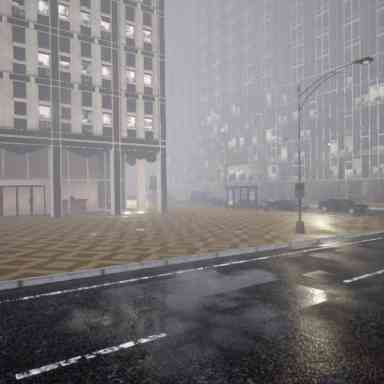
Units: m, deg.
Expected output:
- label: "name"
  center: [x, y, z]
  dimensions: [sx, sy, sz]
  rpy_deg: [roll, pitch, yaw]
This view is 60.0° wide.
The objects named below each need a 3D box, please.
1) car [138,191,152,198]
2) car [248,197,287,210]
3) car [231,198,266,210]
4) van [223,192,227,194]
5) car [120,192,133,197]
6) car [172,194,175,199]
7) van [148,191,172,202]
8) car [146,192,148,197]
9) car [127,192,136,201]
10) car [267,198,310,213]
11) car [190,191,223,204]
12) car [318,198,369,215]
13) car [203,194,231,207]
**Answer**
- label: "car"
  center: [-11.623, 0.687, 81.870]
  dimensions: [1.967, 1.590, 4.097]
  rpy_deg: [0, 1, -34]
- label: "car"
  center: [9.280, 1.364, 41.130]
  dimensions: [1.895, 1.301, 4.718]
  rpy_deg: [-1, 1, -34]
- label: "car"
  center: [7.082, 1.388, 39.572]
  dimensions: [1.802, 1.307, 4.206]
  rpy_deg: [0, 1, -34]
- label: "van"
  center: [4.445, 0.856, 58.430]
  dimensions: [1.690, 1.788, 3.998]
  rpy_deg: [0, 1, -34]
- label: "car"
  center: [-18.050, 0.689, 91.247]
  dimensions: [2.008, 1.369, 4.403]
  rpy_deg: [0, 1, -34]
- label: "car"
  center: [-5.195, 0.936, 72.497]
  dimensions: [1.802, 1.307, 4.206]
  rpy_deg: [0, 1, -34]
- label: "van"
  center: [-5.680, 0.938, 58.381]
  dimensions: [1.690, 1.788, 3.998]
  rpy_deg: [0, 1, -34]
- label: "car"
  center: [-8.409, 0.616, 77.181]
  dimensions: [2.192, 1.841, 5.009]
  rpy_deg: [0, 1, -34]
- label: "car"
  center: [-12.108, 1.040, 67.759]
  dimensions: [2.008, 1.369, 4.403]
  rpy_deg: [0, 1, -34]
- label: "car"
  center: [10.282, 1.424, 34.872]
  dimensions: [1.947, 1.339, 4.313]
  rpy_deg: [0, 1, -34]
- label: "car"
  center: [1.907, 0.864, 51.902]
  dimensions: [2.150, 2.045, 5.566]
  rpy_deg: [-1, 1, -34]
- label: "car"
  center: [14.889, 1.358, 32.925]
  dimensions: [1.837, 1.490, 4.892]
  rpy_deg: [-1, 1, -34]
- label: "car"
  center: [3.916, 1.320, 44.292]
  dimensions: [1.947, 1.339, 4.313]
  rpy_deg: [0, 1, -34]
